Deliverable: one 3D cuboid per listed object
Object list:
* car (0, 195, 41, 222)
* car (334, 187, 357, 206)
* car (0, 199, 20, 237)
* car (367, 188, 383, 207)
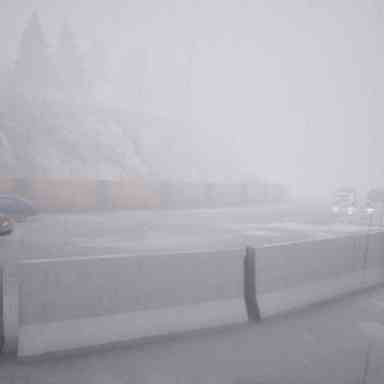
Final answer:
[{"bbox_3d":[-10.822,0.885,18.166,4.674,1.442,1.812,0,2,-26],"label":"car"},{"bbox_3d":[18.914,0.414,40.909,2.150,2.045,5.566,2,2,29],"label":"car"},{"bbox_3d":[-9.026,1.103,11.280,5.357,1.411,2.033,1,1,-24],"label":"car"},{"bbox_3d":[21.972,0.512,39.209,2.150,2.045,5.566,2,2,29],"label":"car"}]
